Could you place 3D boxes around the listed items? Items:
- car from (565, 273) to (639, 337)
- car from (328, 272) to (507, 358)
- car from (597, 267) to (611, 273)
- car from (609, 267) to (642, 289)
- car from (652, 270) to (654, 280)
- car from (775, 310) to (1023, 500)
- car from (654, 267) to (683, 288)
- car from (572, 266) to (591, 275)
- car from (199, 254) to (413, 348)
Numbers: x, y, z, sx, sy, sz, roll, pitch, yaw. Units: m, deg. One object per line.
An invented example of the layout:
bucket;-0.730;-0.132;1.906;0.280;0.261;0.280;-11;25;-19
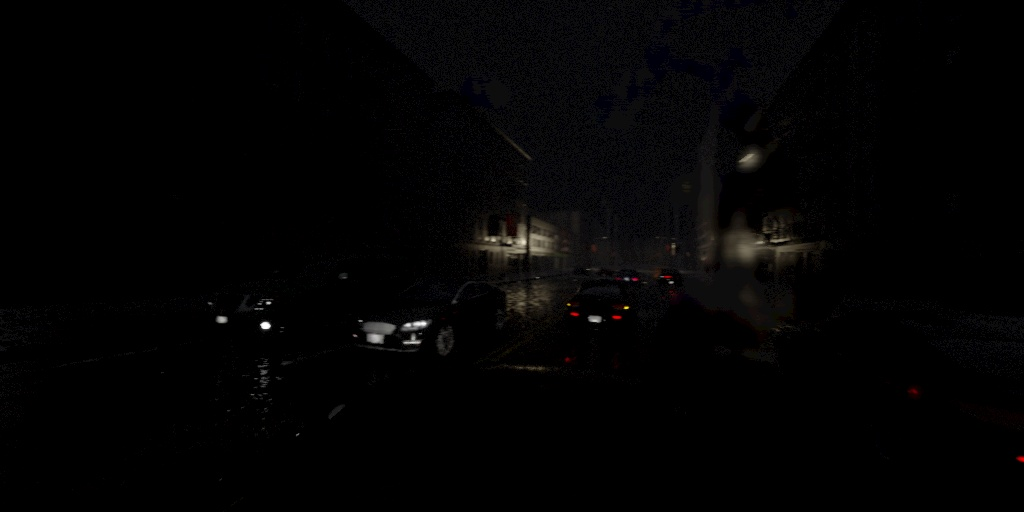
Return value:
car;2.851;1.434;11.073;1.812;1.442;4.674;1;-1;20
car;-1.643;1.280;8.829;2.128;1.511;4.902;1;-1;20
car;12.189;2.077;46.660;1.895;1.301;4.718;1;-1;20
car;9.152;1.768;28.309;2.033;1.411;5.357;1;-1;20
car;17.216;2.006;41.146;1.882;1.535;5.008;1;0;20
car;4.998;1.413;4.464;1.812;1.442;4.674;1;-1;20
car;13.308;1.837;30.326;1.837;1.490;4.892;1;0;20
car;9.536;2.006;48.848;1.994;1.385;4.181;1;-1;20
car;-4.786;0.951;9.681;2.150;2.045;5.566;1;-1;20
